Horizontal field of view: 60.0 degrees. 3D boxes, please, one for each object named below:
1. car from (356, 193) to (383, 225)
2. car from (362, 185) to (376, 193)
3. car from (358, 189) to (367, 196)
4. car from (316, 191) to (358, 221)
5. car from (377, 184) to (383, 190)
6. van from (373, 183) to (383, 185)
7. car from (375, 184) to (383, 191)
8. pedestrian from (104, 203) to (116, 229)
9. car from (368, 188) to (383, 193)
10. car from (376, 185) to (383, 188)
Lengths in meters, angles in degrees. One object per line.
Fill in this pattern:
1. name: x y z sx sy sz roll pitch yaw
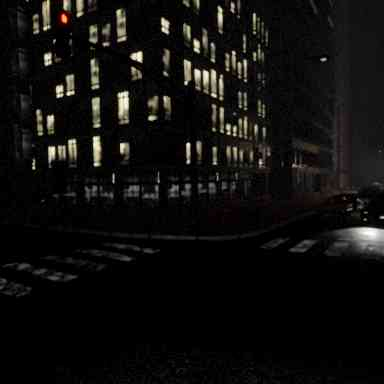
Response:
1. car: 10.087 0.964 17.514 1.994 1.385 4.181 0 2 32
2. car: 20.688 0.218 39.735 1.887 1.381 4.507 -1 1 32
3. car: 11.806 0.736 25.292 1.947 1.339 4.313 -1 1 32
4. car: 8.755 0.866 20.332 1.752 1.417 4.829 -1 1 32
5. car: 47.336 -1.233 83.068 1.802 1.307 4.206 -1 1 32
6. van: 32.526 -0.648 58.990 1.690 1.788 3.998 -1 1 32
7. car: 44.374 -1.099 78.253 2.008 1.369 4.403 -1 1 32
8. pedestrian: -3.371 0.987 13.699 0.500 1.100 0.500 0 2 32
9. car: 15.020 0.673 25.479 2.033 1.411 5.357 0 2 32
10. car: 20.383 0.321 34.078 2.128 1.511 4.902 0 2 32
